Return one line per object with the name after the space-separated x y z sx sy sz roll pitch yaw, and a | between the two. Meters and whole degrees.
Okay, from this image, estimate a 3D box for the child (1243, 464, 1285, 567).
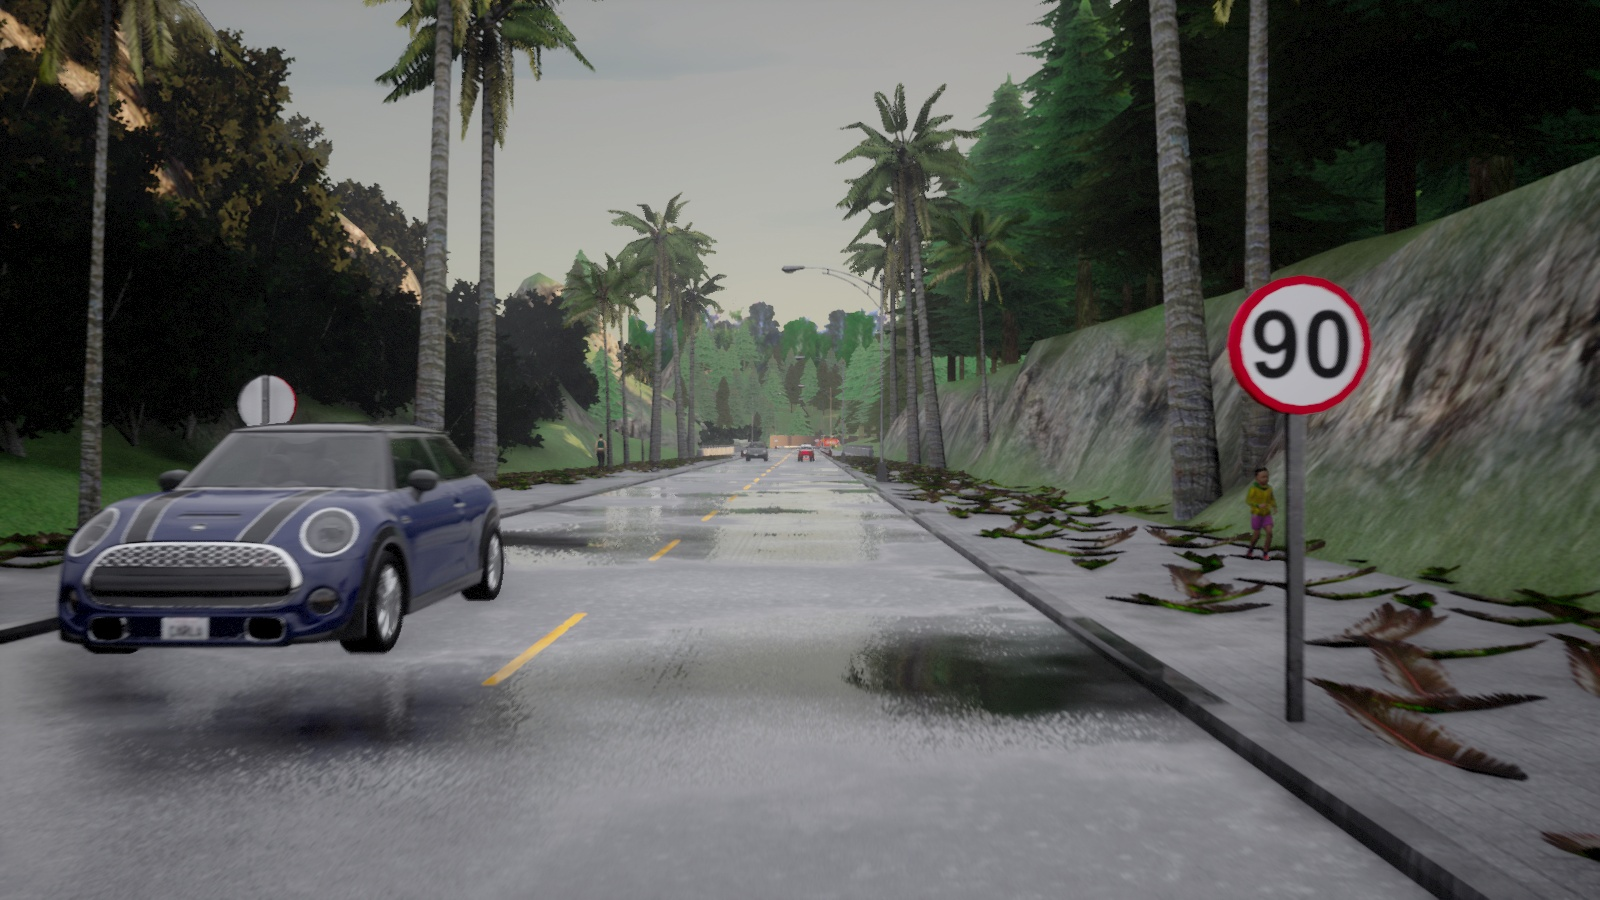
5.370 0.749 14.548 0.299 1.160 0.473 0 0 -3 | child

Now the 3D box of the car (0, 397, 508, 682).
-3.930 0.545 10.070 2.097 1.767 4.553 0 0 0 | car

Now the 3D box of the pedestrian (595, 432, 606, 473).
-9.002 0.122 56.698 0.345 1.836 0.594 0 0 3 | pedestrian
